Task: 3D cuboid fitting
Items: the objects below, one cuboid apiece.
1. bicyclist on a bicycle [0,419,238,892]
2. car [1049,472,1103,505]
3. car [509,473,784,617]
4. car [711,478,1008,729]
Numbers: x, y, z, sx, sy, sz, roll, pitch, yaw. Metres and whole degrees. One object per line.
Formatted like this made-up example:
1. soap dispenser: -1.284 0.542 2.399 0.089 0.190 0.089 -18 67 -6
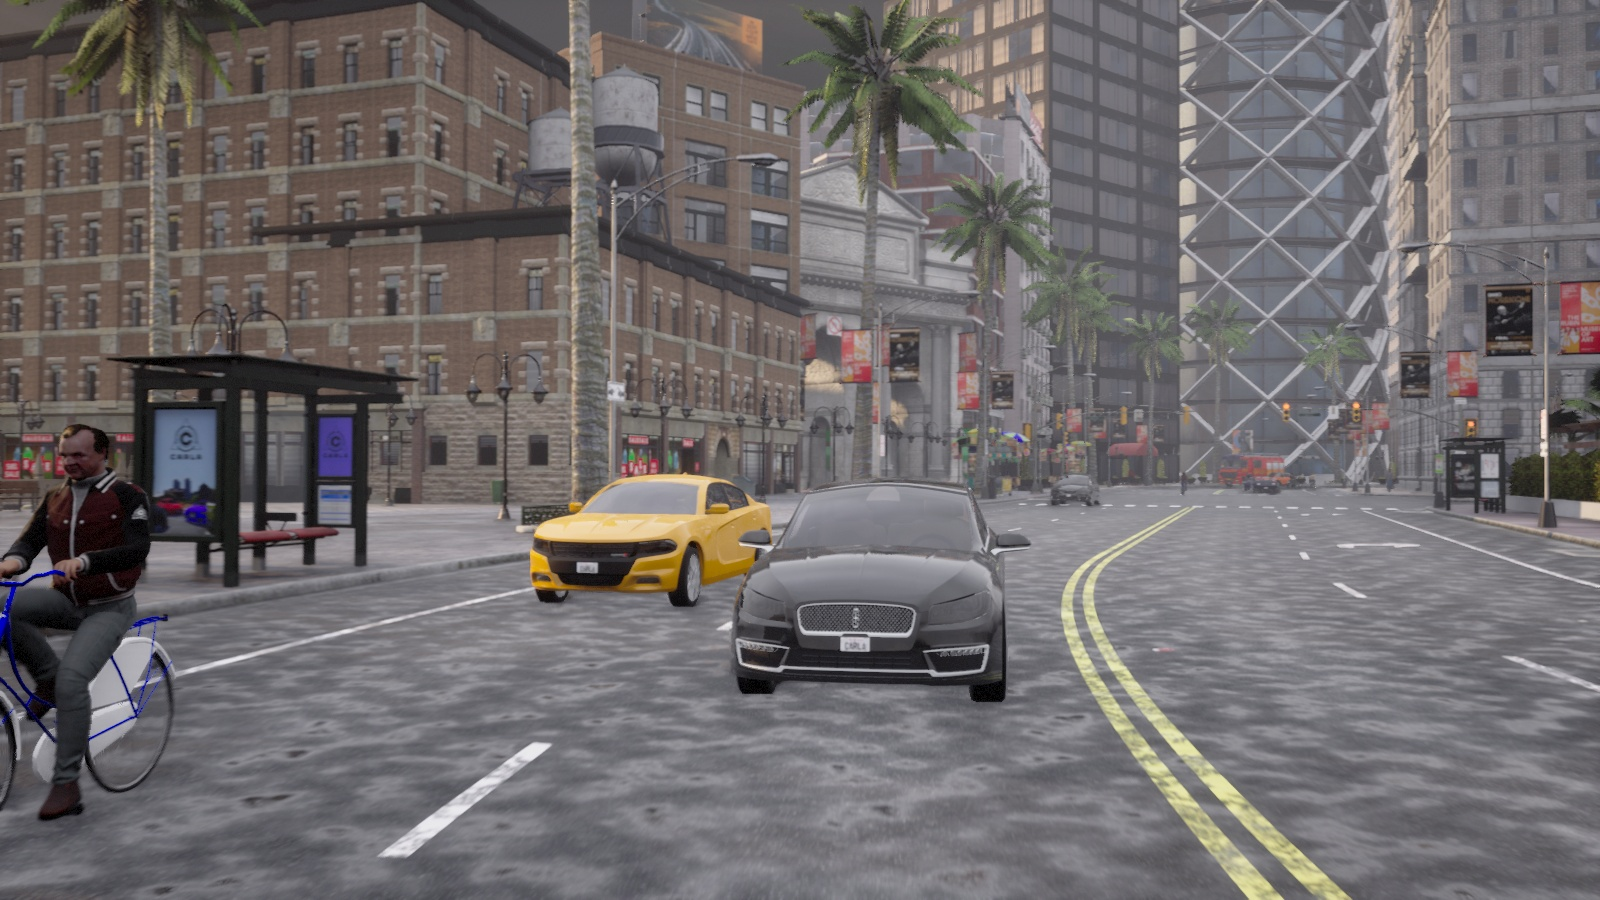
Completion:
1. bicyclist on a bicycle: -3.275 0.789 5.500 0.659 1.776 1.843 0 -1 5
2. car: 13.087 1.768 59.331 1.837 1.490 4.892 -1 -1 20
3. car: -1.732 1.069 16.152 1.882 1.535 5.008 0 -1 13
4. car: 0.741 0.988 10.178 1.837 1.490 4.892 0 -1 9
